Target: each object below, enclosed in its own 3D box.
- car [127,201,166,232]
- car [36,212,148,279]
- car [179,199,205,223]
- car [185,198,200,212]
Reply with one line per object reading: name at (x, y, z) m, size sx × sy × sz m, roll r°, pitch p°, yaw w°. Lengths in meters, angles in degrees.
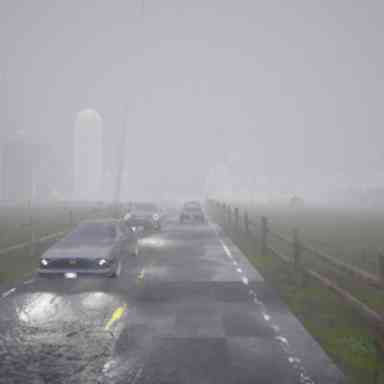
car at (-2.816, 1.420, 20.606) m, size 2.097 × 1.767 × 4.553 m, roll 0°, pitch 0°, yaw 0°
car at (-2.845, 1.582, 10.456) m, size 2.033 × 1.411 × 5.357 m, roll 0°, pitch 0°, yaw 0°
car at (0.023, 1.581, 26.235) m, size 2.128 × 1.511 × 4.902 m, roll 0°, pitch 0°, yaw 0°
car at (0.066, 1.660, 43.658) m, size 1.837 × 1.490 × 4.892 m, roll 0°, pitch 0°, yaw 0°
